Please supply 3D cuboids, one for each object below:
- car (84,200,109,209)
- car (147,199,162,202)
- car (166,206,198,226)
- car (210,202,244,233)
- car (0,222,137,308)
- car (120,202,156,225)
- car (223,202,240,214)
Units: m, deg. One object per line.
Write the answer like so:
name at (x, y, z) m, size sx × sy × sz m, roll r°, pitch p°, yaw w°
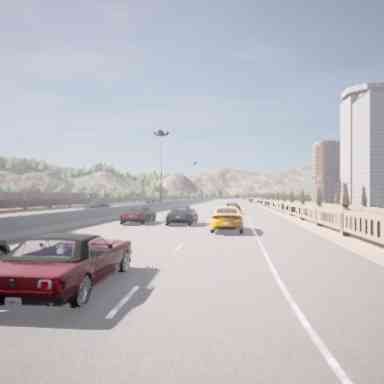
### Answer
car at (-12.524, 1.794, 44.006) m, size 1.837 × 1.490 × 4.892 m, roll 0°, pitch -1°, yaw 8°
car at (-6.817, 1.888, 60.146) m, size 1.895 × 1.301 × 4.718 m, roll 0°, pitch -1°, yaw 8°
car at (-0.716, 1.746, 25.416) m, size 1.994 × 1.385 × 4.181 m, roll 0°, pitch -1°, yaw 7°
car at (2.235, 1.639, 21.017) m, size 1.882 × 1.535 × 5.008 m, roll 0°, pitch 0°, yaw 7°
car at (-2.890, 1.636, 7.998) m, size 1.895 × 1.301 × 4.718 m, roll 0°, pitch 0°, yaw 5°
car at (-4.152, 1.733, 26.127) m, size 1.994 × 1.385 × 4.181 m, roll 0°, pitch -1°, yaw 7°
car at (4.803, 1.914, 40.498) m, size 1.994 × 1.385 × 4.181 m, roll 0°, pitch -1°, yaw 8°
